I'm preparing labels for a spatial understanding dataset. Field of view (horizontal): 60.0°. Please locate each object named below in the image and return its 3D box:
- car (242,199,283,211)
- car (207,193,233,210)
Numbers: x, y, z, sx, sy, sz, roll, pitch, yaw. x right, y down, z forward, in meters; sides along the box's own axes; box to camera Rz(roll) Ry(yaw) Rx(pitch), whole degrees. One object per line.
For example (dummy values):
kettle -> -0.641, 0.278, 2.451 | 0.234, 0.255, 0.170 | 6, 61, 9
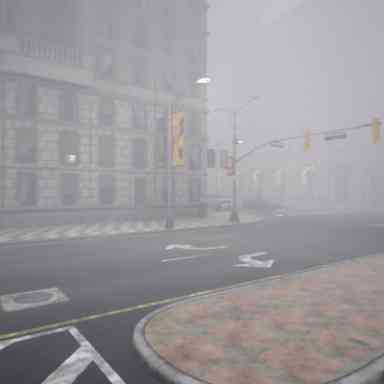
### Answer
car -> 8.672, 1.535, 41.434 | 2.033, 1.411, 5.357 | 0, 0, -36
car -> 3.185, 1.210, 43.085 | 2.150, 2.045, 5.566 | 0, 0, -35
